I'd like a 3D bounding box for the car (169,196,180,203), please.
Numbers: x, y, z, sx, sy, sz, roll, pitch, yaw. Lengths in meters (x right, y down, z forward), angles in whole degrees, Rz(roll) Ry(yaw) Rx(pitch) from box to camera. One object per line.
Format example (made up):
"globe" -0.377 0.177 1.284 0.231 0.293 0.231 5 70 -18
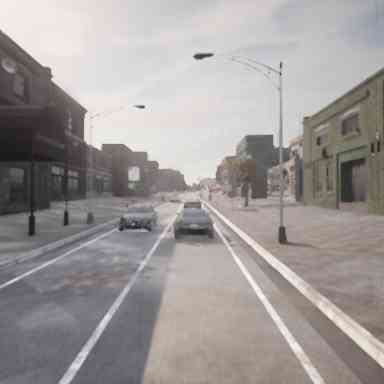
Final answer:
"car" -3.060 1.350 61.126 2.033 1.411 5.357 0 0 1

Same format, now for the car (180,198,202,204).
"car" 0.081 1.402 35.391 2.128 1.511 4.902 0 0 0

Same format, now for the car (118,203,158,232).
"car" -3.108 1.473 19.961 1.837 1.490 4.892 0 0 0

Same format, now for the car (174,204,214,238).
"car" 0.091 1.540 17.589 1.994 1.385 4.181 0 0 0
